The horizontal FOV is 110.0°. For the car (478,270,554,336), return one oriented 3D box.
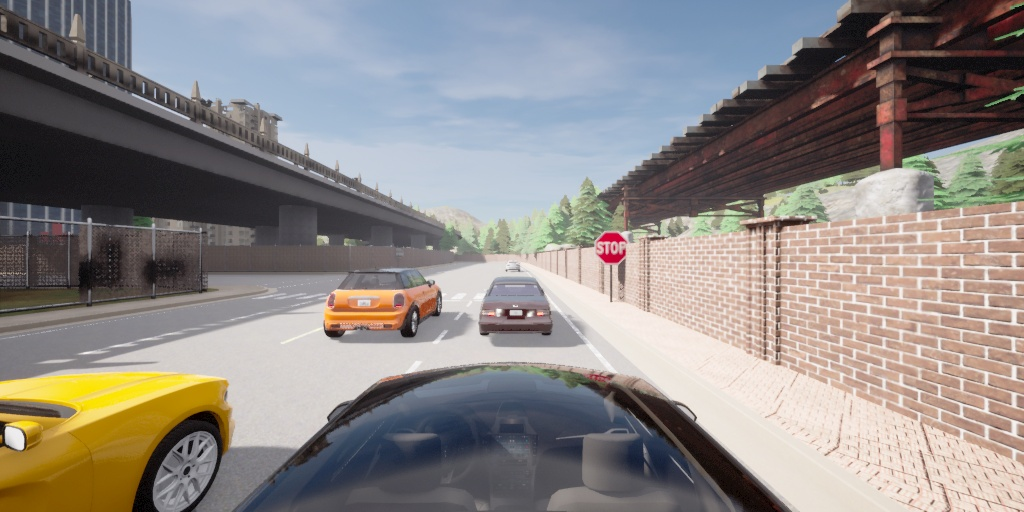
[{"bbox_3d":[0.088,1.297,10.412,2.033,1.411,5.357,0,0,0],"label":"car"}]

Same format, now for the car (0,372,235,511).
[{"bbox_3d":[-3.398,1.228,1.136,1.882,1.535,5.008,0,0,0],"label":"car"}]

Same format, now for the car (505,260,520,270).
[{"bbox_3d":[0.114,1.276,46.284,1.812,1.442,4.674,0,0,-1],"label":"car"}]

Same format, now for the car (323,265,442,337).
[{"bbox_3d":[-3.414,1.102,10.393,2.097,1.767,4.553,0,0,0],"label":"car"}]
